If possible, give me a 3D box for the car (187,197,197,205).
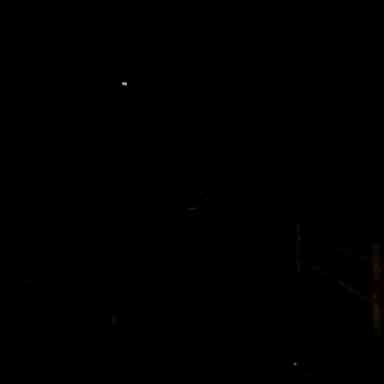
[{"bbox_3d":[0.011,1.670,64.732,1.994,1.385,4.181,0,0,0],"label":"car"}]

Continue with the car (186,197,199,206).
[{"bbox_3d":[0.009,1.585,54.694,1.837,1.490,4.892,0,0,0],"label":"car"}]
